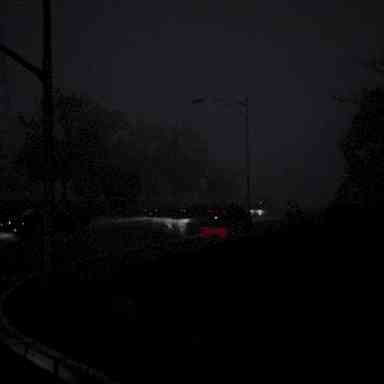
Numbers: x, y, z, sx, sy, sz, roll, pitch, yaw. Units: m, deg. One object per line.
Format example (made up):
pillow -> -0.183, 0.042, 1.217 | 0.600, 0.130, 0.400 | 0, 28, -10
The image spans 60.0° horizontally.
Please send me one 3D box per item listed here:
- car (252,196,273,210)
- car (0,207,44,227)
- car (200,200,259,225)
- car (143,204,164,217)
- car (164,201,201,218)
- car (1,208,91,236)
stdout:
car -> 10.469, 1.617, 50.358 | 2.150, 2.045, 5.566 | -1, -1, 32
car -> -10.926, 1.823, 23.387 | 1.812, 1.442, 4.674 | -1, -1, 34
car -> 2.990, 1.603, 25.346 | 2.128, 1.511, 4.902 | -1, -1, 32
car -> -3.057, 1.919, 35.582 | 1.895, 1.301, 4.718 | -1, -1, 32
car -> -0.255, 1.730, 33.470 | 1.882, 1.535, 5.008 | -1, -1, 32
car -> -8.683, 1.832, 20.471 | 1.895, 1.301, 4.718 | -1, -1, 34
